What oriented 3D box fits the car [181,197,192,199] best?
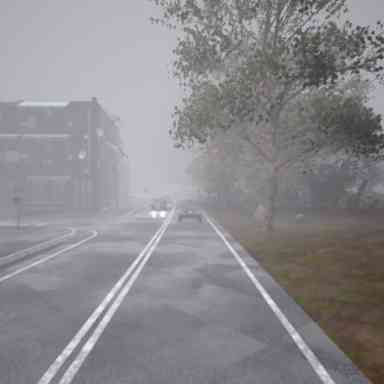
[{"bbox_3d":[-0.737,1.381,45.597,1.882,1.535,5.008,0,1,-2],"label":"car"}]

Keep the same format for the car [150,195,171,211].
[{"bbox_3d":[-4.011,1.430,40.679,2.128,1.511,4.902,0,0,-2],"label":"car"}]

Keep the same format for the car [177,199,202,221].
[{"bbox_3d":[-0.194,1.537,27.069,2.033,1.411,5.357,0,0,-1],"label":"car"}]

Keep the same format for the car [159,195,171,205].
[{"bbox_3d":[-4.611,1.276,57.412,1.837,1.490,4.892,0,1,-2],"label":"car"}]
